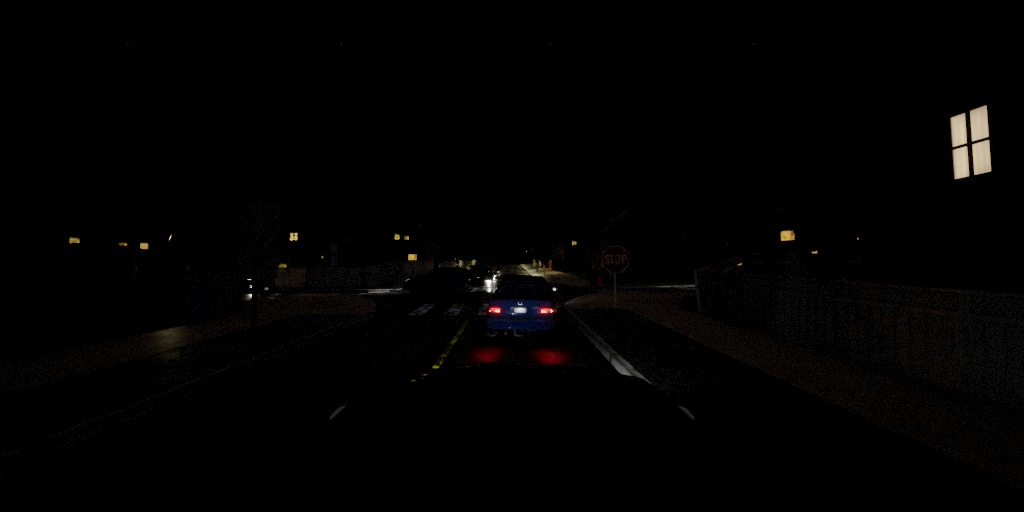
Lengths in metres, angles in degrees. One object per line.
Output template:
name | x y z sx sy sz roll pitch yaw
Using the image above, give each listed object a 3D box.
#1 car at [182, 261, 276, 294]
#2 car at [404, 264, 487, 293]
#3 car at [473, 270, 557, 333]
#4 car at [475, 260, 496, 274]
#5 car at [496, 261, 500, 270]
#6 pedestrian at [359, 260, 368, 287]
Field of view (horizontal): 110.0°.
car | -14.475 1.059 17.999 4.553 1.767 2.097 0 -3 2
car | -3.941 1.388 21.111 4.674 1.442 1.812 0 -3 -4
car | 0.375 1.310 10.809 2.033 1.411 5.357 0 0 4
car | -2.807 1.307 34.293 1.882 1.535 5.008 0 0 0
car | -2.788 1.372 43.746 1.837 1.490 4.892 0 0 0
pedestrian | -9.791 1.148 23.672 0.375 1.860 0.375 0 -3 -1
